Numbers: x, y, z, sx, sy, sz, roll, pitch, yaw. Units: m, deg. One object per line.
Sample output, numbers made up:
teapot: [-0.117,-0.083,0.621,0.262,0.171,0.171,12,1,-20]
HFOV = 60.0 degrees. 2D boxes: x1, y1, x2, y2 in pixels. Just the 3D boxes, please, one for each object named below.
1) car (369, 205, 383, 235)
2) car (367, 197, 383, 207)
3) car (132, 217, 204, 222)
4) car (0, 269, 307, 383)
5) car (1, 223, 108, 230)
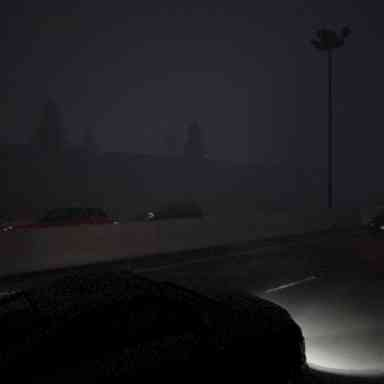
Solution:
car: [10.930,1.507,17.383,4.674,1.442,1.812,0,0,-40]
car: [29.012,1.495,51.036,5.357,1.411,2.033,0,0,-40]
car: [-1.465,1.344,20.943,4.553,1.767,2.097,0,0,-40]
car: [-0.690,1.563,3.470,4.181,1.385,1.994,0,0,-37]
car: [-5.395,1.351,13.265,4.553,1.767,2.097,0,0,-38]
